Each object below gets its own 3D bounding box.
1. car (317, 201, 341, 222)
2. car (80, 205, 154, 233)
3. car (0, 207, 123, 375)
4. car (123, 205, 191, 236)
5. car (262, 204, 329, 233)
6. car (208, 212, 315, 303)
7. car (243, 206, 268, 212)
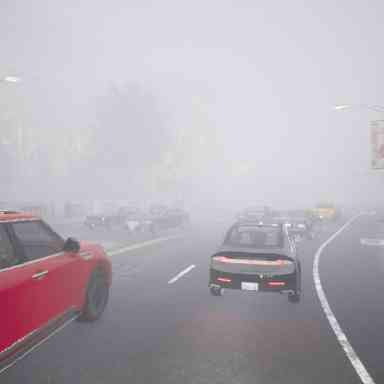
[{"bbox_3d":[10.572,1.456,26.265,1.801,1.575,5.366,0,0,30],"label":"car"},{"bbox_3d":[-4.566,1.601,20.944,1.895,1.301,4.718,0,0,29],"label":"car"},{"bbox_3d":[-2.917,1.223,4.148,2.150,2.045,5.566,0,0,8],"label":"car"},{"bbox_3d":[-1.818,1.493,18.623,2.128,1.511,4.902,0,0,28],"label":"car"},{"bbox_3d":[5.551,1.547,17.309,2.033,1.411,5.357,0,0,29],"label":"car"},{"bbox_3d":[1.691,1.492,8.355,2.128,1.511,4.902,0,0,15],"label":"car"},{"bbox_3d":[4.796,1.601,22.994,1.895,1.301,4.718,0,0,29],"label":"car"}]
